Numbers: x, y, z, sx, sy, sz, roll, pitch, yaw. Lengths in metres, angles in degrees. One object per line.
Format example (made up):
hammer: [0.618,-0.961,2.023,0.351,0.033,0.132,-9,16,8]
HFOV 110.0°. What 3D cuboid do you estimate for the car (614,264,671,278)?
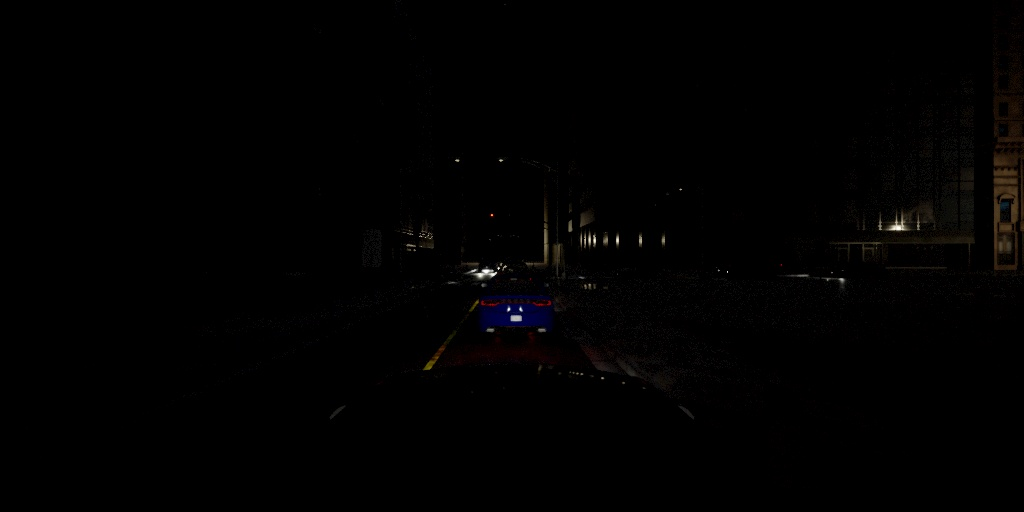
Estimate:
car: [12.024,1.371,33.308,4.718,1.301,1.895,0,0,3]

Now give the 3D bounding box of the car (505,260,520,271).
car: [0.097,1.332,51.353,2.033,1.411,5.357,0,0,-1]

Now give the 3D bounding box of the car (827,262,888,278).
car: [32.072,1.276,33.322,4.674,1.442,1.812,0,0,0]

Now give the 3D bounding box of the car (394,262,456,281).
car: [-7.244,1.230,30.075,5.008,1.535,1.882,0,0,0]

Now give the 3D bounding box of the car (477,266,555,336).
car: [0.093,1.229,10.414,1.882,1.535,5.008,0,0,0]

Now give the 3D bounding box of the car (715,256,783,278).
car: [21.975,0.986,33.326,5.566,2.045,2.150,0,0,-1]

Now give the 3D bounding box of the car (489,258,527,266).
car: [0.140,1.107,19.283,2.097,1.767,4.553,0,0,2]

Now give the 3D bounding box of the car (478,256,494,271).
car: [-3.136,1.000,45.826,2.150,2.045,5.566,0,0,-2]
